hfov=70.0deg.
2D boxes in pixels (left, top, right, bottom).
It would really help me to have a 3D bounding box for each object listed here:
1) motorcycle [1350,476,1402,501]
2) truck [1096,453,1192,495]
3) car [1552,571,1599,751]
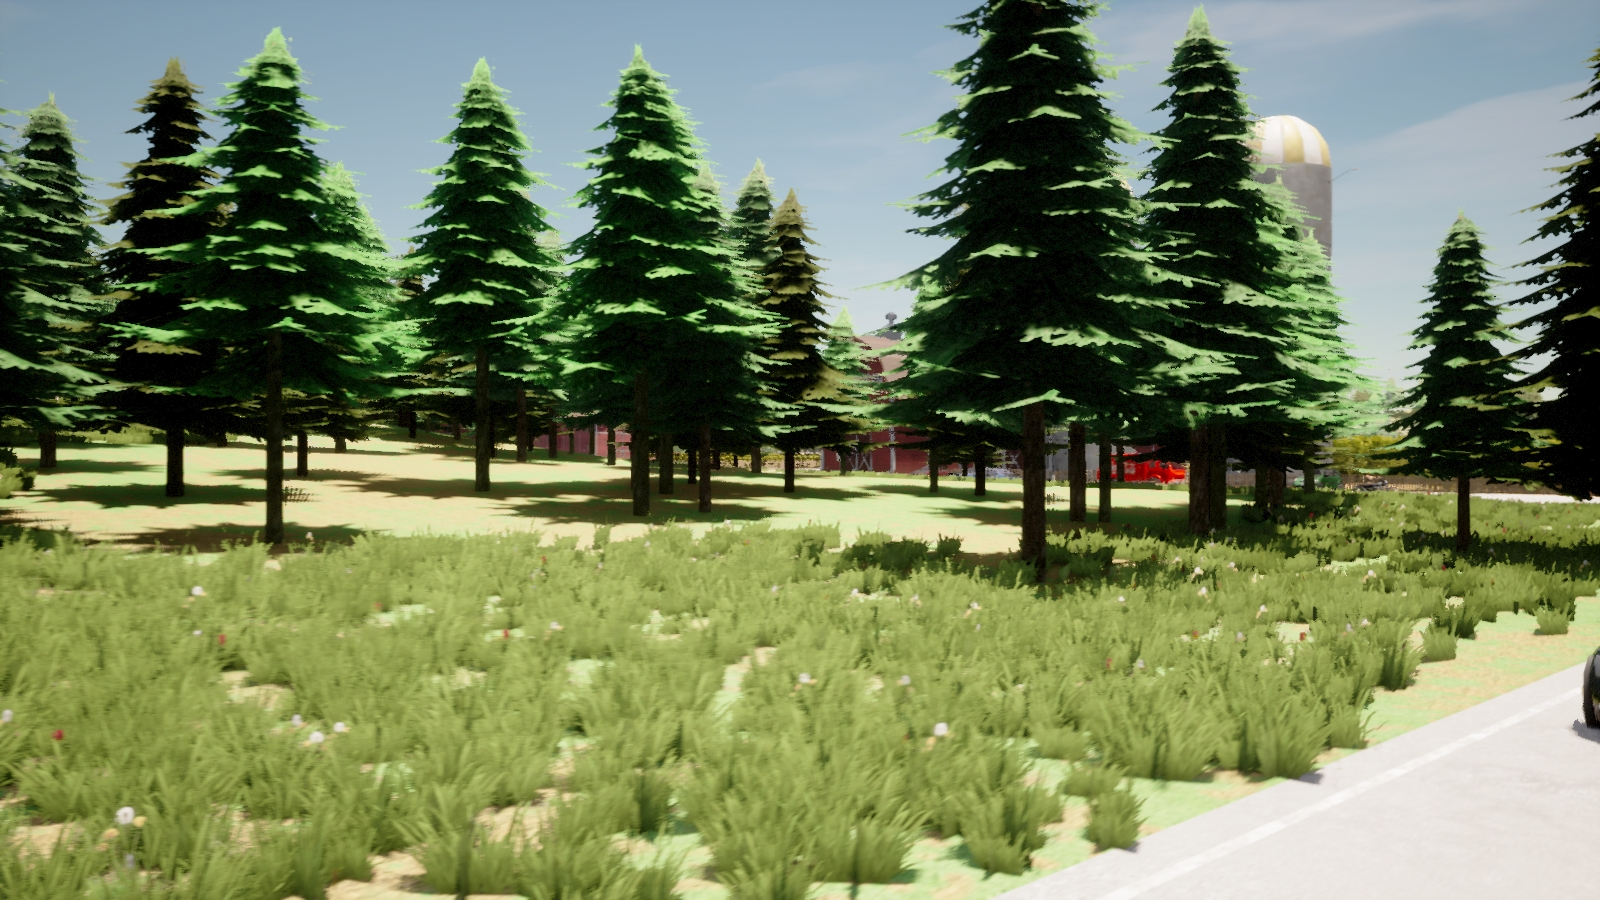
[{"bbox_3d":[30.690,2.044,60.874,0.764,1.277,2.356,0,0,-40],"label":"motorcycle"},{"bbox_3d":[21.516,1.448,71.656,2.627,2.467,5.204,0,0,-40],"label":"truck"},{"bbox_3d":[9.766,2.039,11.827,4.974,1.542,2.038,0,0,-41],"label":"car"}]
